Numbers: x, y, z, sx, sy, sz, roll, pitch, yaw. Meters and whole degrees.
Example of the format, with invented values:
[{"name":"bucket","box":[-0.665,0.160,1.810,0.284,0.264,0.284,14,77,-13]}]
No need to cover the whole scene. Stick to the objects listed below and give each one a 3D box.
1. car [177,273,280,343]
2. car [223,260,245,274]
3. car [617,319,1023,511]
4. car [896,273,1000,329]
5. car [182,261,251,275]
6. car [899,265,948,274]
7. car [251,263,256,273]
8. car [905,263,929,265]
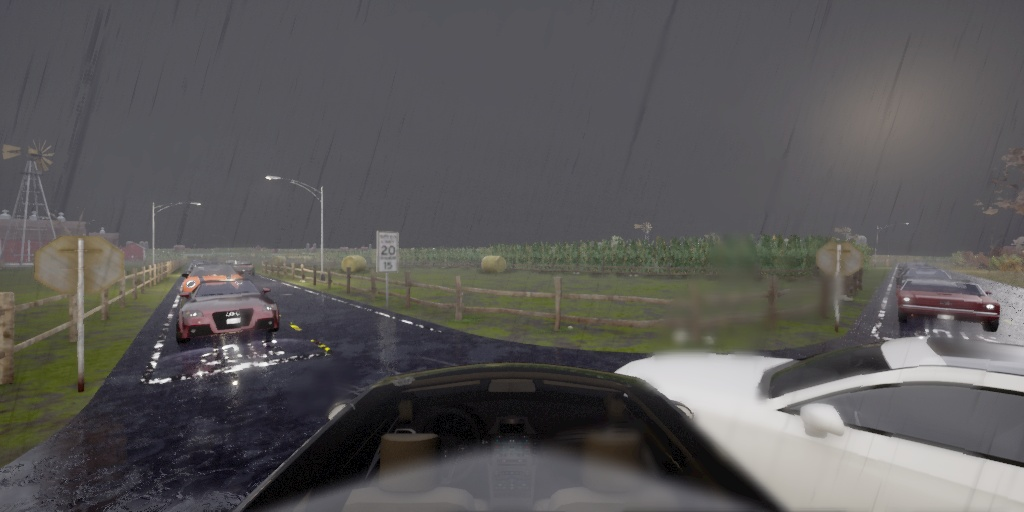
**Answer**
[{"name":"car","box":[-7.906,1.352,9.946,1.994,1.385,4.181,0,0,-42]},{"name":"car","box":[-33.546,1.288,43.211,1.837,1.490,4.892,0,0,-41]},{"name":"car","box":[2.846,1.293,2.320,1.812,1.442,4.674,0,1,-44]},{"name":"car","box":[13.558,1.392,11.342,4.718,1.301,1.895,0,1,-43]},{"name":"car","box":[-13.658,1.134,16.451,2.097,1.767,4.553,0,0,-42]},{"name":"car","box":[20.659,1.353,17.880,5.357,1.411,2.033,0,1,-43]},{"name":"car","box":[-26.852,1.269,35.729,2.128,1.511,4.902,0,0,-41]},{"name":"car","box":[27.437,1.387,24.110,4.181,1.385,1.994,0,1,-43]}]
